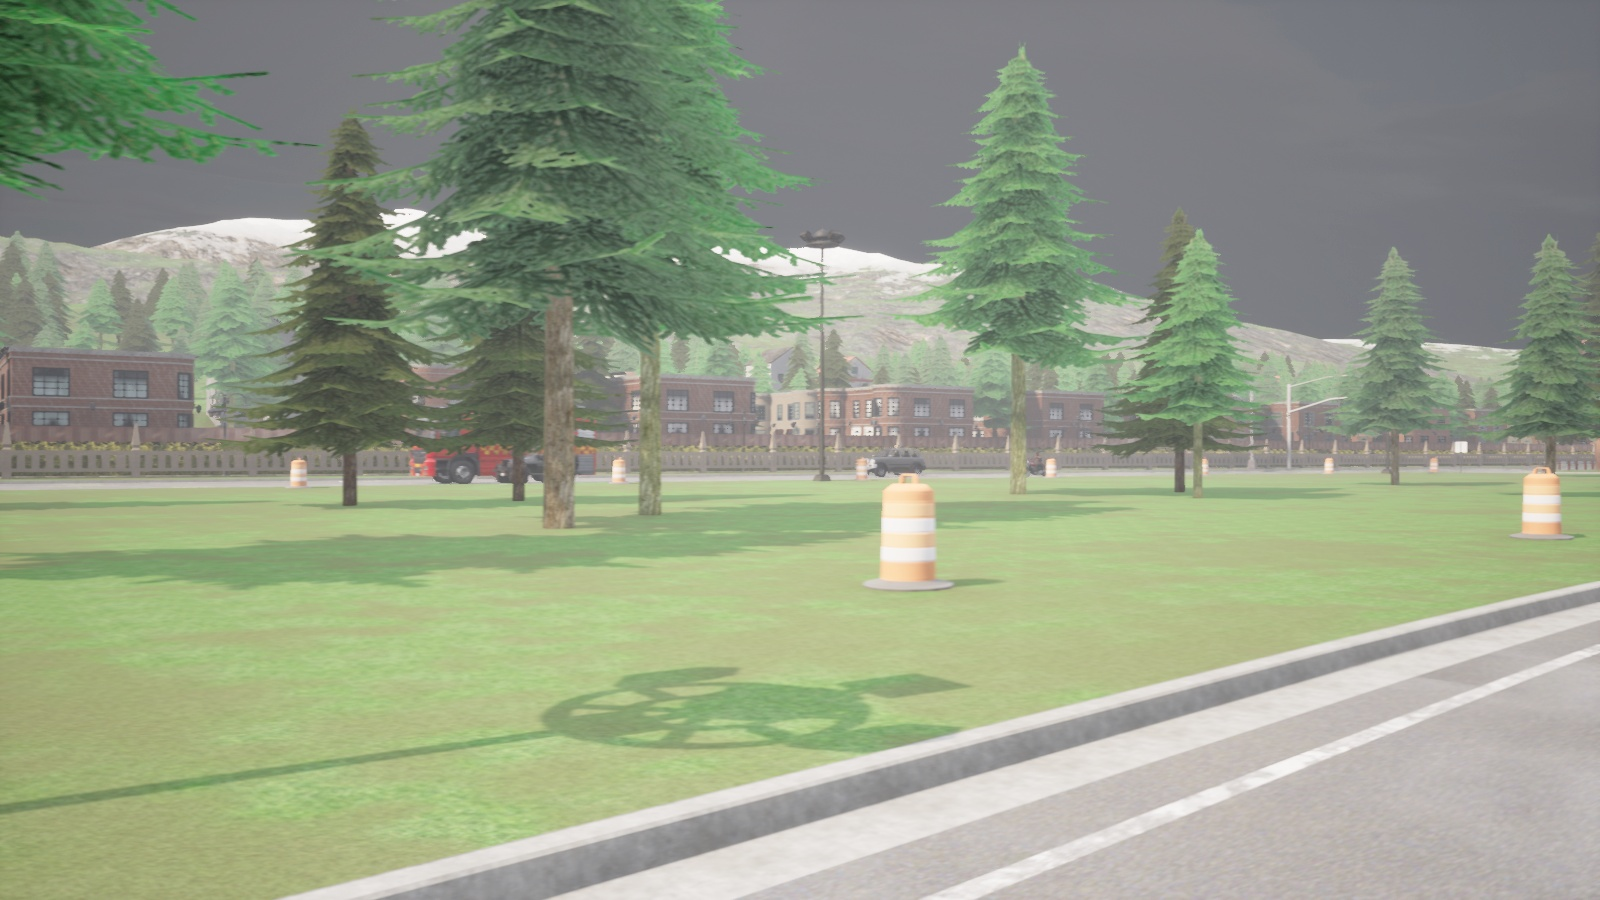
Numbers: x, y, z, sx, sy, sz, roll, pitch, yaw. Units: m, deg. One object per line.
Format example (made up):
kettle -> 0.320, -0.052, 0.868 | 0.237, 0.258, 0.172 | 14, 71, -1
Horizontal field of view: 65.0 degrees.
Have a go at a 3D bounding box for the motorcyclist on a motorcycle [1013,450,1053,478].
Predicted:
motorcyclist on a motorcycle -> 14.126, 0.852, 76.090 | 2.350, 1.649, 0.766 | 0, -1, -25

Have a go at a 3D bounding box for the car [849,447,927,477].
car -> 5.496, 0.742, 78.248 | 4.605, 1.855, 1.932 | 0, 0, -35

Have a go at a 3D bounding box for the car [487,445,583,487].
car -> -12.084, 0.707, 57.396 | 3.866, 1.878, 1.905 | 0, 0, -35

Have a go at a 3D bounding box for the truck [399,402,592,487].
truck -> -14.469, -0.242, 60.002 | 8.468, 3.827, 2.891 | 0, 0, -35
